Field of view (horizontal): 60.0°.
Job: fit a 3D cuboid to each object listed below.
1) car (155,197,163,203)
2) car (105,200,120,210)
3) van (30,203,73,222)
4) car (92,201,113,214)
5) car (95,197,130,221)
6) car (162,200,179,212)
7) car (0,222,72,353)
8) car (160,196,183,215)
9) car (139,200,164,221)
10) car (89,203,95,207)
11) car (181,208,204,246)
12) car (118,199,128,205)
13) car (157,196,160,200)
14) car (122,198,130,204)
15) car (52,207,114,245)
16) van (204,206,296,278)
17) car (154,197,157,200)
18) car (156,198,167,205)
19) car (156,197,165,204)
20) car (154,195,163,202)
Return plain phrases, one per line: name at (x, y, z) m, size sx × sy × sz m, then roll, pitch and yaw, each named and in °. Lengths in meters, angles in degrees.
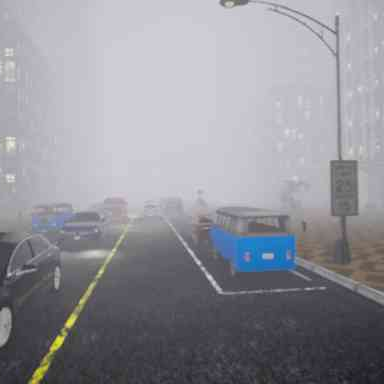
car at (-8.665, 2.112, 86.915) m, size 1.947 × 1.339 × 4.313 m, roll -1°, pitch 0°, yaw -8°
car at (-12.607, 2.034, 52.866) m, size 1.802 × 1.307 × 4.206 m, roll -1°, pitch 0°, yaw -8°
van at (-8.245, 1.569, 19.920) m, size 1.690 × 1.788 × 3.998 m, roll -1°, pitch 0°, yaw -8°
car at (-11.152, 1.929, 41.883) m, size 2.008 × 1.369 × 4.403 m, roll -1°, pitch 0°, yaw -8°
car at (-6.946, 1.478, 29.939) m, size 2.150 × 2.045 × 5.566 m, roll -1°, pitch -1°, yaw -7°
car at (-2.846, 1.795, 42.985) m, size 1.887 × 1.381 × 4.507 m, roll -1°, pitch 0°, yaw -8°
car at (-3.819, 1.596, 6.197) m, size 1.837 × 1.490 × 4.892 m, roll -1°, pitch 0°, yaw -8°
car at (-2.121, 1.528, 37.495) m, size 2.192 × 1.841 × 5.009 m, roll -1°, pitch 0°, yaw -8°
car at (-3.695, 1.728, 29.744) m, size 1.812 × 1.442 × 4.674 m, roll -1°, pitch 0°, yaw -7°
car at (-10.425, 1.907, 36.392) m, size 1.947 × 1.339 × 4.313 m, roll -1°, pitch 0°, yaw -8°
car at (0.814, 1.607, 15.535) m, size 1.887 × 1.381 × 4.507 m, roll -1°, pitch 0°, yaw -8°
car at (-15.516, 2.182, 74.831) m, size 1.802 × 1.307 × 4.206 m, roll -1°, pitch 0°, yaw -8°
car at (-3.576, 1.603, 48.478) m, size 2.192 × 1.841 × 5.009 m, roll -1°, pitch 0°, yaw -8°
car at (-16.971, 2.255, 85.813) m, size 1.802 × 1.307 × 4.206 m, roll -1°, pitch 0°, yaw -8°
car at (-5.166, 1.688, 16.400) m, size 1.812 × 1.442 × 4.674 m, roll -1°, pitch 0°, yaw -8°
van at (1.628, 1.364, 10.058) m, size 1.690 × 1.788 × 3.998 m, roll -1°, pitch 0°, yaw -8°
car at (-6.468, 1.869, 50.549) m, size 1.812 × 1.442 × 4.674 m, roll -1°, pitch 0°, yaw -7°
car at (-6.483, 1.986, 70.442) m, size 2.008 × 1.369 × 4.403 m, roll -1°, pitch 0°, yaw -8°
car at (-7.233, 1.999, 76.102) m, size 1.752 × 1.417 × 4.829 m, roll -1°, pitch 0°, yaw -8°
car at (-9.395, 1.897, 92.408) m, size 2.192 × 1.841 × 5.009 m, roll -1°, pitch 0°, yaw -8°
